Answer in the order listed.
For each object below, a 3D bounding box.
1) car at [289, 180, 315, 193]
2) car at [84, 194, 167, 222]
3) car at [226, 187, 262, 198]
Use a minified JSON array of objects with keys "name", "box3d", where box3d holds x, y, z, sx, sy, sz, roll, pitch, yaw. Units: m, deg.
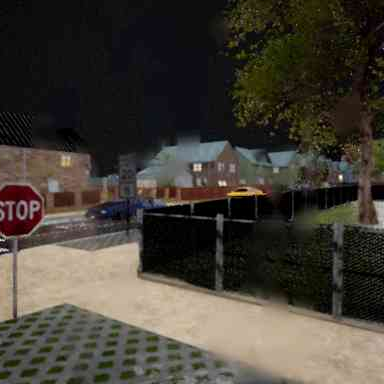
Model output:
[{"name":"car","box3d":[15.226,-0.602,45.939,2.150,2.045,5.566,0,2,36]},{"name":"car","box3d":[-3.759,0.861,19.952,2.033,1.411,5.357,0,2,36]},{"name":"car","box3d":[5.050,0.258,32.080,1.882,1.535,5.008,0,2,36]}]
